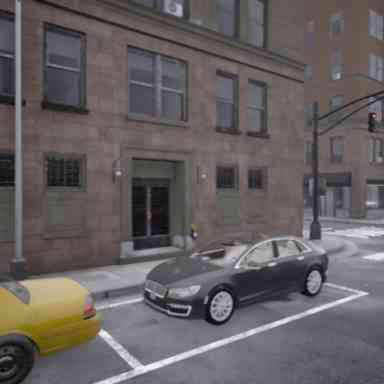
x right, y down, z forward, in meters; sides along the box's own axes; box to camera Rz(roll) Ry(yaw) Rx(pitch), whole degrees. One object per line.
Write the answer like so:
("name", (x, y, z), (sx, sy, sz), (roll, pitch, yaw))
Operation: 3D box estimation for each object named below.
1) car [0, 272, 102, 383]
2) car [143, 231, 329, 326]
("car", (-3.520, 1.526, 3.677), (4.829, 1.417, 1.752), (0, 0, -36))
("car", (1.111, 1.547, 6.981), (4.403, 1.369, 2.008), (0, 0, -36))
